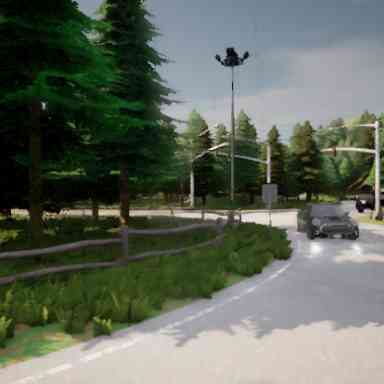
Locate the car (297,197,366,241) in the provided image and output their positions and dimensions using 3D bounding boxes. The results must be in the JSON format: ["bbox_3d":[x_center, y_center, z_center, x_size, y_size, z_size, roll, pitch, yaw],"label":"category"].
[{"bbox_3d":[6.615,1.329,16.604,2.097,1.767,4.553,0,0,8],"label":"car"}]

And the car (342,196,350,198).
[{"bbox_3d":[34.205,1.430,72.684,1.895,1.301,4.718,0,0,-11],"label":"car"}]

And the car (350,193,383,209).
[{"bbox_3d":[19.015,1.111,33.982,5.566,2.045,2.150,0,0,-33],"label":"car"}]

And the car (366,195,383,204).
[{"bbox_3d":[34.112,1.340,61.612,1.812,1.442,4.674,0,0,9],"label":"car"}]
